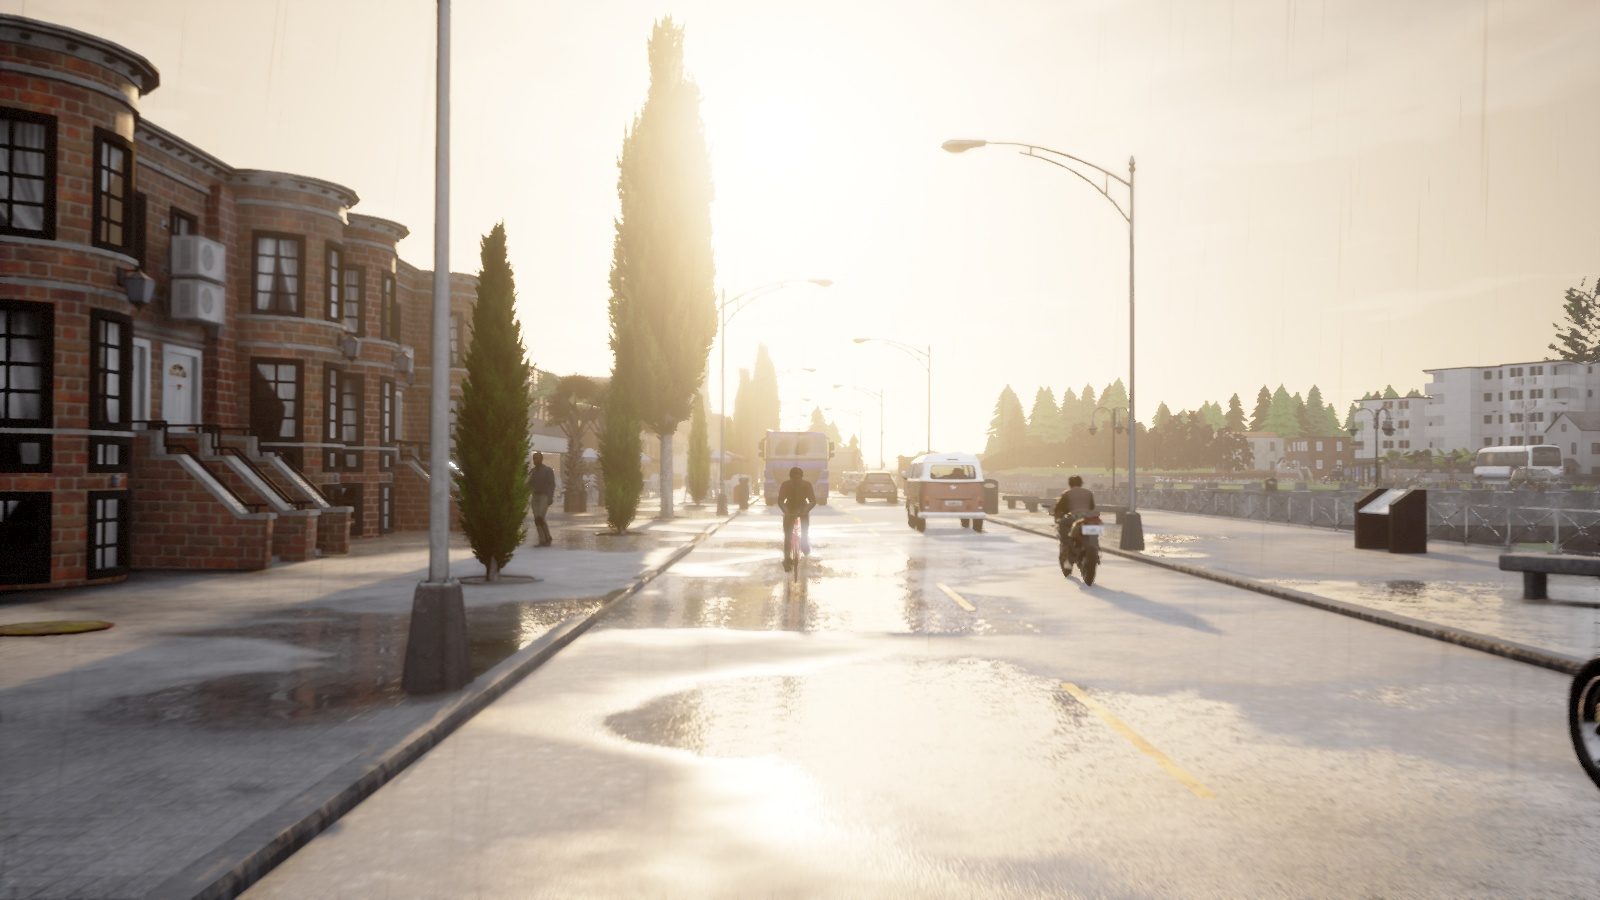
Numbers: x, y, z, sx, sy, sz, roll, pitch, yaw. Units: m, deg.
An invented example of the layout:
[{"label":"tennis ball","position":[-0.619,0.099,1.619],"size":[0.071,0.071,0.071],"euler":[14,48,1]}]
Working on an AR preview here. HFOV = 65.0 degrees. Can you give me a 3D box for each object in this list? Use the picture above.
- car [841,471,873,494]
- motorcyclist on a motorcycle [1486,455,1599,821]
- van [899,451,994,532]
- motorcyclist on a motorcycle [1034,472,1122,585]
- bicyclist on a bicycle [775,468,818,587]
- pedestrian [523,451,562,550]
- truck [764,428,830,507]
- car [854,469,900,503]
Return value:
[{"label":"car","position":[3.782,2.174,84.159],"size":[1.970,1.475,3.806],"euler":[0,-1,0]},{"label":"motorcyclist on a motorcycle","position":[3.985,0.839,5.394],"size":[0.766,1.649,2.350],"euler":[0,-1,0]},{"label":"van","position":[3.909,1.096,34.265],"size":[2.069,2.038,4.480],"euler":[0,-1,0]},{"label":"motorcyclist on a motorcycle","position":[3.953,1.083,18.030],"size":[0.797,1.523,2.044],"euler":[0,-1,0]},{"label":"bicyclist on a bicycle","position":[-0.047,1.068,17.955],"size":[0.582,1.620,1.656],"euler":[0,-1,0]},{"label":"pedestrian","position":[-4.847,0.940,23.632],"size":[0.370,1.835,0.726],"euler":[-1,-1,24]},{"label":"truck","position":[-0.156,0.822,59.060],"size":[2.891,3.462,7.936],"euler":[0,-1,0]},{"label":"car","position":[3.836,1.788,63.221],"size":[2.033,1.649,4.856],"euler":[0,-1,0]}]
